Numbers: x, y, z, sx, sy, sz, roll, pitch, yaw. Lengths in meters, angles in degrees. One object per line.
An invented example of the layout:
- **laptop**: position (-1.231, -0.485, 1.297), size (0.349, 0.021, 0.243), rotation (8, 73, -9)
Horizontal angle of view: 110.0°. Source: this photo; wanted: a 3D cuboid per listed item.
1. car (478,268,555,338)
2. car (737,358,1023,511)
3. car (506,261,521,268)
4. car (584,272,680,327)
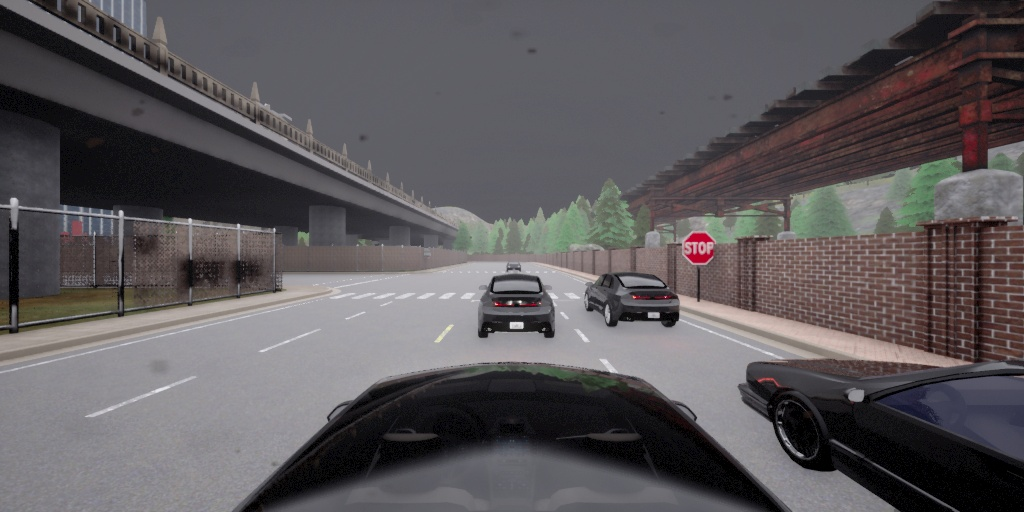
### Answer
- **car**: position (0.105, 1.255, 10.166), size (1.837, 1.490, 4.892), rotation (0, 0, 0)
- **car**: position (3.600, 1.297, 1.776), size (2.033, 1.411, 5.357), rotation (0, 0, 0)
- **car**: position (0.218, 1.351, 46.386), size (1.895, 1.301, 4.718), rotation (0, 0, -1)
- **car**: position (3.608, 1.255, 11.522), size (1.837, 1.490, 4.892), rotation (0, 0, 0)
